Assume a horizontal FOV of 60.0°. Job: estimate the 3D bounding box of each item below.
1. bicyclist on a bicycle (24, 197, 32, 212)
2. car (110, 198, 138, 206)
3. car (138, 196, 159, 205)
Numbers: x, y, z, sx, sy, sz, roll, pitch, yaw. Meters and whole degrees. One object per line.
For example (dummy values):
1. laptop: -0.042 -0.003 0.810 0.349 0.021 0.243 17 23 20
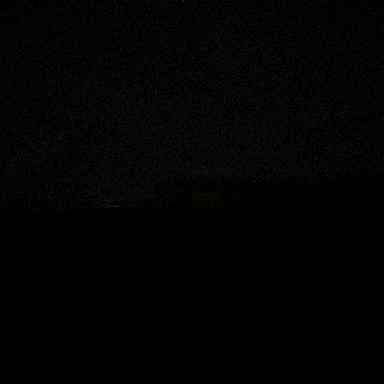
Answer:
1. bicyclist on a bicycle: -18.353 1.437 37.184 1.656 1.620 0.582 0 0 35
2. car: -11.852 1.630 56.698 1.994 1.385 4.181 -1 -1 36
3. car: -7.534 1.494 57.865 1.882 1.535 5.008 -1 -2 36
